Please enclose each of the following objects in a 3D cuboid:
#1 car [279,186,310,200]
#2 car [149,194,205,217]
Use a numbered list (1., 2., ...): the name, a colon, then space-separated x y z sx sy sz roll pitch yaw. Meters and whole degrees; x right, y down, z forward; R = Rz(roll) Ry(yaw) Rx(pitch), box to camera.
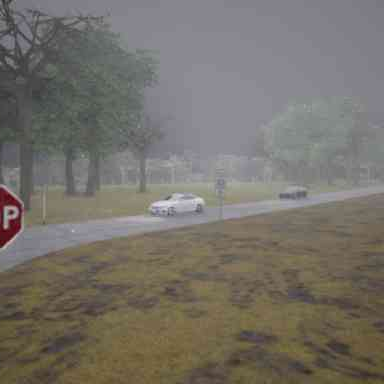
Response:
1. car: 11.643 0.074 37.805 1.882 1.535 5.008 1 3 42
2. car: -0.975 0.861 23.792 1.812 1.442 4.674 1 3 42
